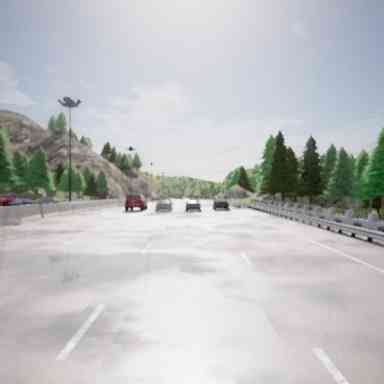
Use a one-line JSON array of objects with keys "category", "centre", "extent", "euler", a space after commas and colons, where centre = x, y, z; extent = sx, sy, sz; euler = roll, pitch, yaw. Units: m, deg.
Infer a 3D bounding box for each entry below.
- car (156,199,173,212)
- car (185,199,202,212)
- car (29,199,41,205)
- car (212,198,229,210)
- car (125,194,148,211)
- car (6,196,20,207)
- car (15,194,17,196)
[{"category": "car", "centre": [-3.320, 1.586, 40.119], "extent": [2.033, 1.411, 5.357], "euler": [0, -1, -1]}, {"category": "car", "centre": [0.172, 1.586, 40.088], "extent": [2.033, 1.411, 5.357], "euler": [0, -1, 1]}, {"category": "car", "centre": [-20.965, 1.617, 47.513], "extent": [1.837, 1.490, 4.892], "euler": [0, -1, 1]}, {"category": "car", "centre": [3.682, 1.548, 43.308], "extent": [1.882, 1.535, 5.008], "euler": [0, 0, 0]}, {"category": "car", "centre": [-6.833, 1.271, 41.108], "extent": [2.150, 2.045, 5.566], "euler": [0, 0, 0]}, {"category": "car", "centre": [-24.466, 1.635, 47.492], "extent": [1.812, 1.442, 4.674], "euler": [0, -1, 1]}, {"category": "car", "centre": [-27.939, 1.356, 49.816], "extent": [2.150, 2.045, 5.566], "euler": [0, -1, 1]}]
